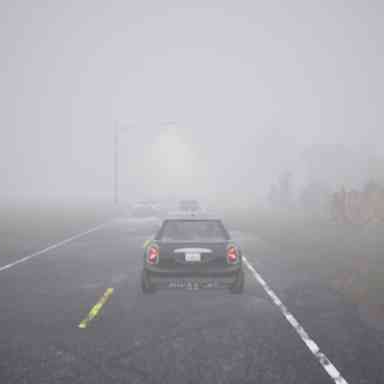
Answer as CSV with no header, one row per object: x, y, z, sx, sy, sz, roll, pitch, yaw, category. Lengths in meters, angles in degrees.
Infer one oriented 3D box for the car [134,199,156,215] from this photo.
-3.934,1.313,29.441,1.895,1.301,4.718,0,1,-1,car

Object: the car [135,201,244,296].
-0.002,1.267,8.610,2.097,1.767,4.553,0,0,-1,car

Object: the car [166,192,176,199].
-4.351,0.793,70.626,1.812,1.442,4.674,0,1,-1,car

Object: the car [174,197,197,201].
-0.208,1.283,26.961,2.033,1.411,5.357,0,1,-1,car
